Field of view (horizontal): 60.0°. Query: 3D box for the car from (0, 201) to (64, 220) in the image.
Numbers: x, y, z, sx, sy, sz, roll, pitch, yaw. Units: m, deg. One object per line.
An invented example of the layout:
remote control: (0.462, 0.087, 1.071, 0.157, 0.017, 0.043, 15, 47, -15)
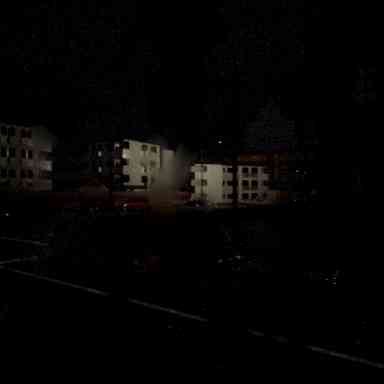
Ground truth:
car: (-14.033, 1.637, 30.047, 2.128, 1.511, 4.902, 0, 0, 37)

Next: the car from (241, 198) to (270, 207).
car: (10.440, 1.717, 54.759, 4.718, 1.301, 1.895, 0, 0, -22)

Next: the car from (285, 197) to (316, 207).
car: (16.181, 1.581, 49.151, 4.892, 1.490, 1.837, 0, 0, -18)

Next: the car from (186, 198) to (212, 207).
car: (1.117, 1.714, 53.291, 4.181, 1.385, 1.994, 0, 0, -36)

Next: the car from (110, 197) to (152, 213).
car: (-6.897, 1.498, 39.377, 2.097, 1.767, 4.553, 0, -1, 38)

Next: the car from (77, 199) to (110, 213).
car: (-11.255, 1.651, 39.483, 2.128, 1.511, 4.902, 0, 0, 38)
